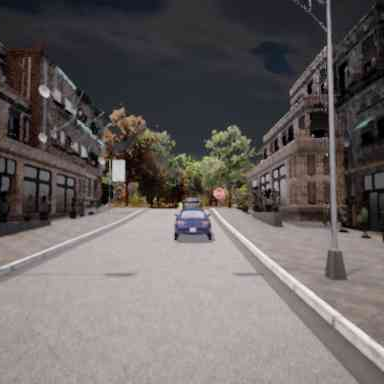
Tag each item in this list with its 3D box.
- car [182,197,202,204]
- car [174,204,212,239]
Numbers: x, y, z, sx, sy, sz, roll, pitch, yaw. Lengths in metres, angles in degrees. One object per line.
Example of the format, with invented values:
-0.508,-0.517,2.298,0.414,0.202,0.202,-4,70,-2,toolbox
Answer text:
0.009,1.276,34.489,2.128,1.511,4.902,0,1,0,car
0.039,1.548,17.286,1.812,1.442,4.674,0,0,0,car
